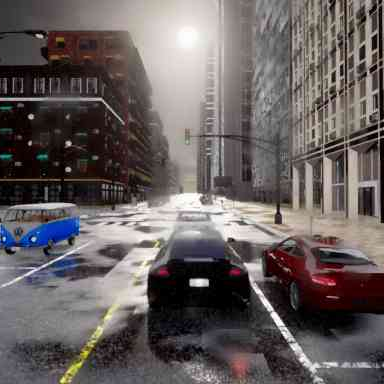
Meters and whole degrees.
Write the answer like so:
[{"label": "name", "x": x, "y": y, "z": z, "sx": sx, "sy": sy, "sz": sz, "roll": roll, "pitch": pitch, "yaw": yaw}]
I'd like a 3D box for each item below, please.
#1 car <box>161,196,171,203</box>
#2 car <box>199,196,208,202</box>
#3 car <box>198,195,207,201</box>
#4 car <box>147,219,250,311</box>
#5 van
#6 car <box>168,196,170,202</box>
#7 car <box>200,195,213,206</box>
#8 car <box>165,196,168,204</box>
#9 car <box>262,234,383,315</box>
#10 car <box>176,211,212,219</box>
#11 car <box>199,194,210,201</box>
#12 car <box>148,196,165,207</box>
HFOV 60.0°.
[{"label": "car", "x": -5.675, "y": 1.598, "z": 73.523, "sx": 1.802, "sy": 1.307, "sz": 4.206, "roll": 1, "pitch": 0, "yaw": 0}, {"label": "car", "x": 2.705, "y": 1.599, "z": 79.179, "sx": 1.802, "sy": 1.307, "sz": 4.206, "roll": 1, "pitch": 0, "yaw": 0}, {"label": "car", "x": 2.706, "y": 1.569, "z": 84.834, "sx": 2.008, "sy": 1.369, "sz": 4.403, "roll": 1, "pitch": 0, "yaw": 0}, {"label": "car", "x": 0.105, "y": 1.567, "z": 7.870, "sx": 1.994, "sy": 1.385, "sz": 4.181, "roll": 0, "pitch": 0, "yaw": -1}, {"label": "van", "x": -5.762, "y": 1.345, "z": 12.988, "sx": 1.690, "sy": 1.788, "sz": 3.998, "roll": 1, "pitch": 0, "yaw": 0}, {"label": "car", "x": -5.676, "y": 1.580, "z": 62.213, "sx": 1.947, "sy": 1.339, "sz": 4.313, "roll": 1, "pitch": 0, "yaw": 0}, {"label": "car", "x": 2.704, "y": 1.595, "z": 56.561, "sx": 1.802, "sy": 1.307, "sz": 4.206, "roll": 1, "pitch": 0, "yaw": 0}, {"label": "car", "x": -5.676, "y": 1.564, "z": 56.559, "sx": 2.008, "sy": 1.369, "sz": 4.403, "roll": 1, "pitch": 0, "yaw": 0}, {"label": "car", "x": 2.701, "y": 1.584, "z": 7.303, "sx": 1.802, "sy": 1.307, "sz": 4.206, "roll": 1, "pitch": 0, "yaw": 0}, {"label": "car", "x": 0.096, "y": 1.606, "z": 16.833, "sx": 1.895, "sy": 1.301, "sz": 4.718, "roll": 0, "pitch": 0, "yaw": 0}, {"label": "car", "x": 2.708, "y": 1.330, "z": 62.215, "sx": 2.192, "sy": 1.841, "sz": 5.009, "roll": 1, "pitch": 0, "yaw": 0}, {"label": "car", "x": -5.676, "y": 1.563, "z": 50.904, "sx": 2.008, "sy": 1.369, "sz": 4.403, "roll": 1, "pitch": 0, "yaw": 0}]
